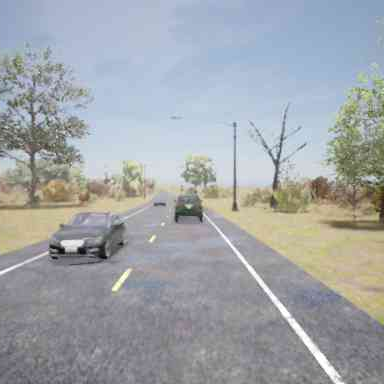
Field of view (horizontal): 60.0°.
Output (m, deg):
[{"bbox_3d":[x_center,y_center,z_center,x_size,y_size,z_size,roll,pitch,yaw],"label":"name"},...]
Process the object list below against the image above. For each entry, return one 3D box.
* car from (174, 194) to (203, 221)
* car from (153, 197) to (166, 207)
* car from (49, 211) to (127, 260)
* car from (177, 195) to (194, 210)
[{"bbox_3d":[-0.292,1.198,26.873,2.150,2.045,5.566,0,0,-2],"label":"car"},{"bbox_3d":[-4.922,1.482,51.369,2.033,1.411,5.357,0,0,-2],"label":"car"},{"bbox_3d":[-3.698,1.486,12.548,2.128,1.511,4.902,0,0,-1],"label":"car"},{"bbox_3d":[-0.851,1.301,42.654,2.097,1.767,4.553,0,0,-2],"label":"car"}]
